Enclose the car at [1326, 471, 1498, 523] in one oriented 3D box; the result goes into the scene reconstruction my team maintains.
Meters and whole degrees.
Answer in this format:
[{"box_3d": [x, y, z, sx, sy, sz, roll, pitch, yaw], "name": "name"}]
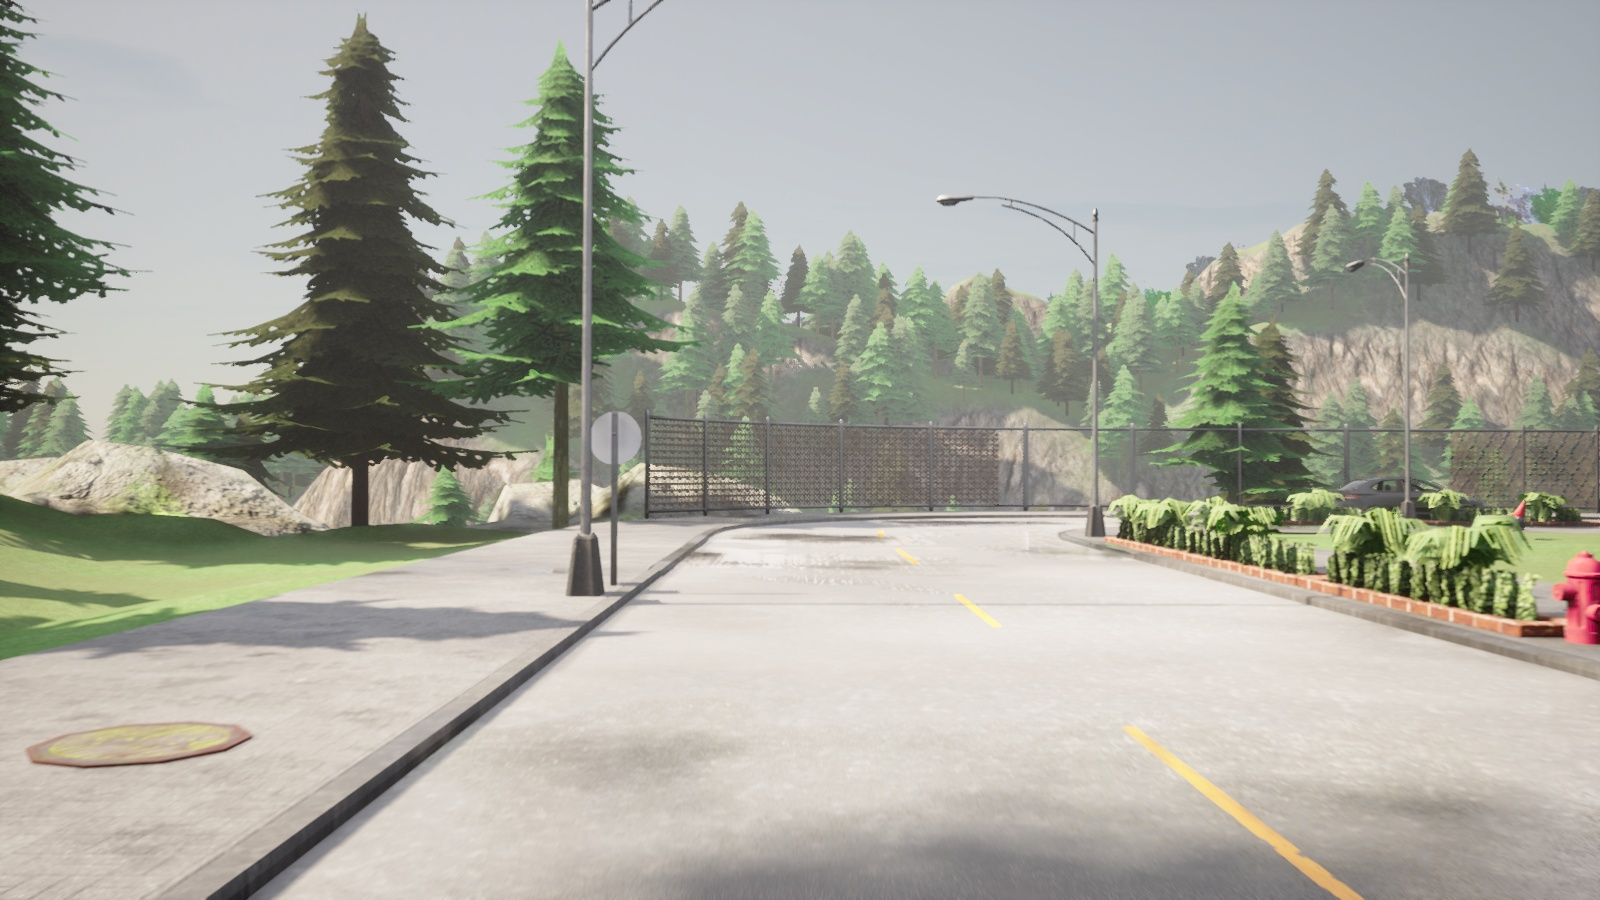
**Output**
[{"box_3d": [18.040, 1.378, 37.154, 4.193, 1.474, 1.816, 0, -1, -1], "name": "car"}]
